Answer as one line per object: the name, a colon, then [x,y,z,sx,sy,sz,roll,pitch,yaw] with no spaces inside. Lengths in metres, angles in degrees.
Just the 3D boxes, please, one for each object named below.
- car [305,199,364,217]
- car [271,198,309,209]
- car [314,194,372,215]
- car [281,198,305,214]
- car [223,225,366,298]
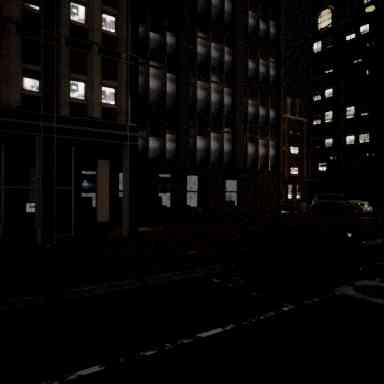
car: [12.860,1.534,30.204,1.802,1.307,4.206,0,0,-36]
car: [12.968,1.499,44.430,1.752,1.417,4.829,0,0,-36]
car: [14.435,1.184,32.450,2.150,2.045,5.566,0,0,-36]
car: [9.659,1.467,34.667,1.752,1.417,4.829,0,0,-36]
car: [2.782,1.567,8.542,4.313,1.339,1.947,0,0,-36]
